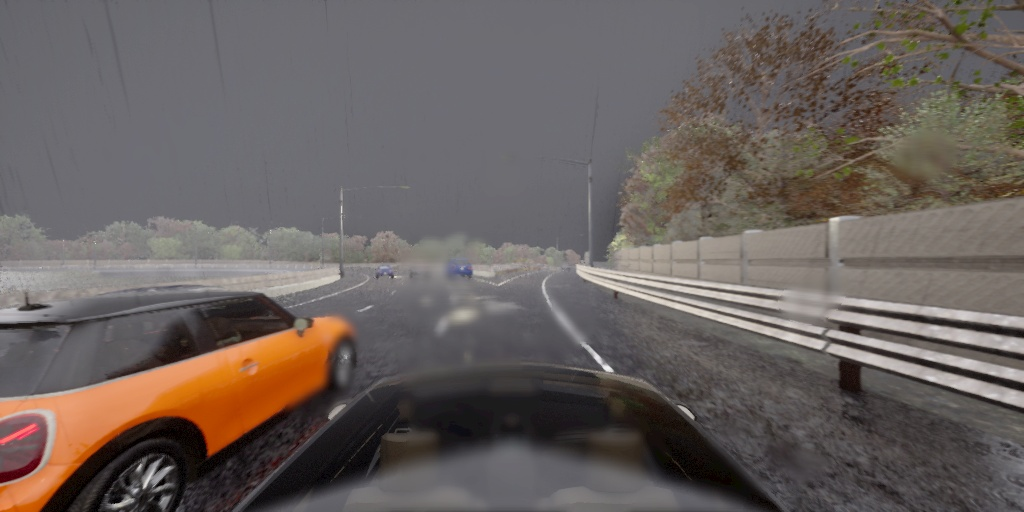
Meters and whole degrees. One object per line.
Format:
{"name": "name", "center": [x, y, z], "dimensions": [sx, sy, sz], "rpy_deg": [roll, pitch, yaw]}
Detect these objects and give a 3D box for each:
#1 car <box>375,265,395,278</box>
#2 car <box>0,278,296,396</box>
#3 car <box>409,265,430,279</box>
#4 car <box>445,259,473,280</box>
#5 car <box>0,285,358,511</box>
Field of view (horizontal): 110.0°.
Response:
{"name": "car", "center": [-14.812, 1.786, 41.743], "dimensions": [1.812, 1.442, 4.674], "rpy_deg": [0, -1, -22]}
{"name": "car", "center": [-7.196, 1.371, 7.877], "dimensions": [2.128, 1.511, 4.902], "rpy_deg": [-1, -1, -3]}
{"name": "car", "center": [-10.129, 1.682, 39.294], "dimensions": [2.128, 1.511, 4.902], "rpy_deg": [0, -1, -19]}
{"name": "car", "center": [-5.444, 1.336, 36.453], "dimensions": [2.150, 2.045, 5.566], "rpy_deg": [0, 0, -18]}
{"name": "car", "center": [-3.559, 1.160, 4.044], "dimensions": [2.097, 1.767, 4.553], "rpy_deg": [-1, -1, 0]}
